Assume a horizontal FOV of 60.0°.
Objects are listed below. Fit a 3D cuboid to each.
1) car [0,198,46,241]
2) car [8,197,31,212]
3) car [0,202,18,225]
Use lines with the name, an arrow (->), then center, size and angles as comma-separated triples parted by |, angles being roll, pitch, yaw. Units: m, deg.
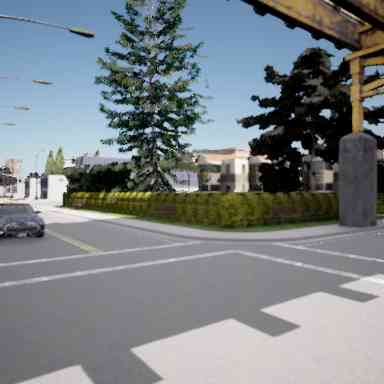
car -> -8.890, 1.342, 16.754 | 2.097, 1.767, 4.553 | 0, 0, -35
car -> -21.038, 1.451, 40.374 | 1.882, 1.535, 5.008 | 0, 0, -34
car -> -14.379, 1.537, 24.522 | 2.033, 1.411, 5.357 | 0, 0, -35
